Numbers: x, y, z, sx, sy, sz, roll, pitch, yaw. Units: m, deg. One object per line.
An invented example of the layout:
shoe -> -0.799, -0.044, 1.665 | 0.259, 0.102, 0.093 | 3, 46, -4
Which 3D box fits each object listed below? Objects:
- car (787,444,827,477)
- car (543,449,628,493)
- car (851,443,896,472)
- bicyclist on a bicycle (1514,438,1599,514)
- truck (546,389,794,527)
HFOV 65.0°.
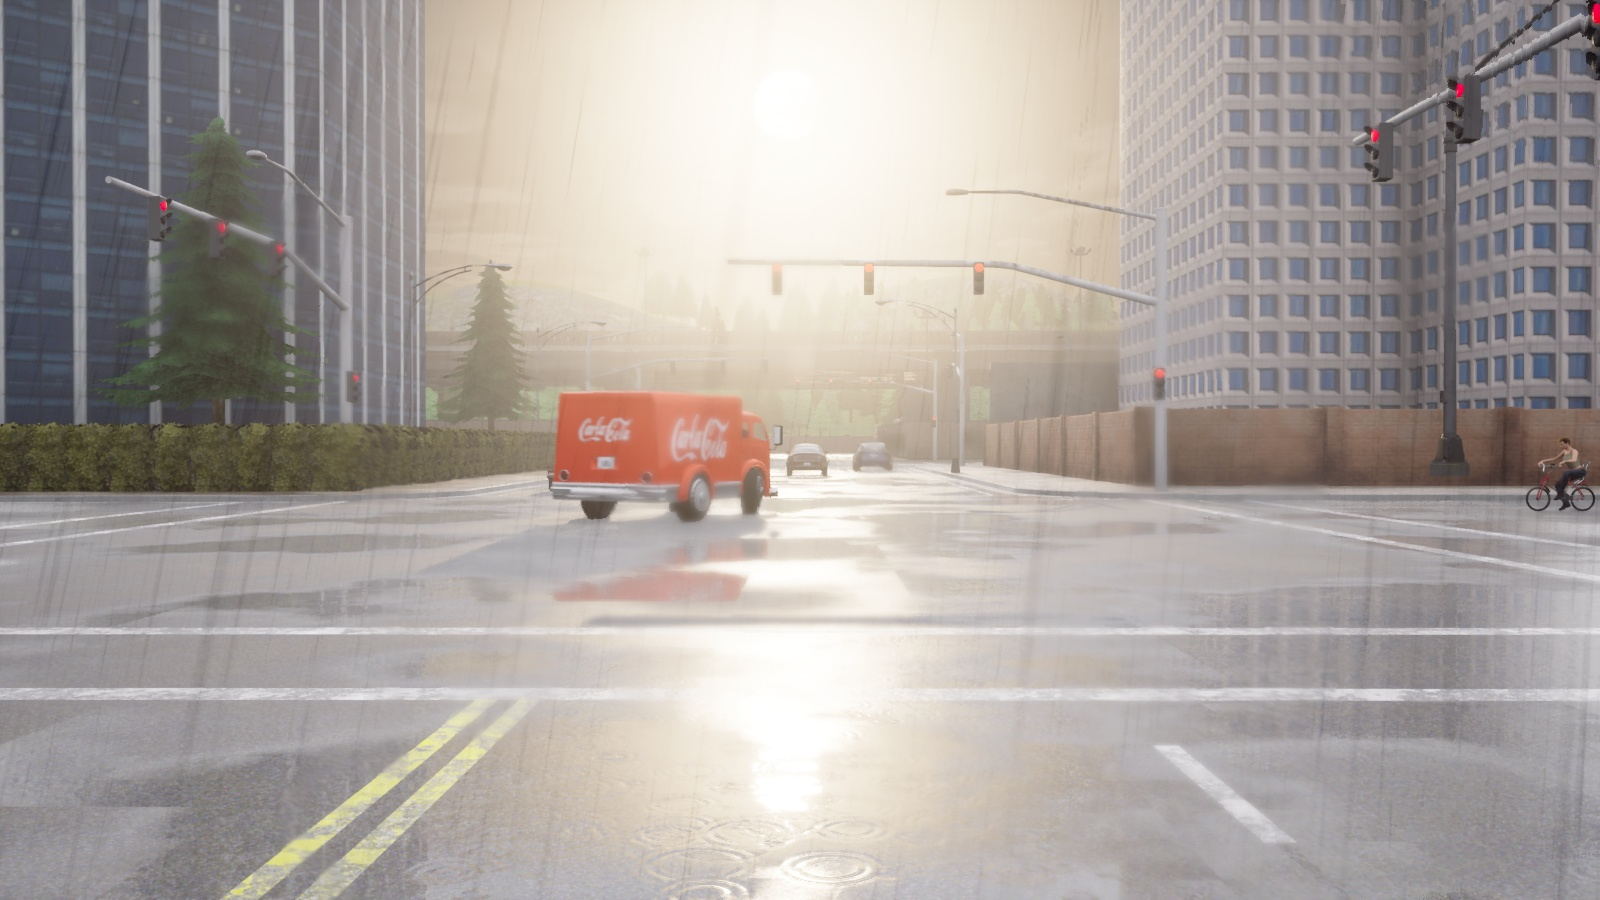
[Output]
car -> 0.328, 0.444, 58.191 | 1.812, 1.442, 4.674 | 0, 0, 0
car -> -6.769, 0.615, 40.157 | 1.895, 1.301, 4.718 | 0, 0, 0
car -> 3.876, 0.370, 67.134 | 2.163, 1.488, 4.792 | 0, 0, 0
bicyclist on a bicycle -> 16.392, 0.543, 27.066 | 1.509, 1.612, 0.866 | 0, 0, 0
truck -> -2.441, 0.113, 25.340 | 2.627, 2.467, 5.204 | 1, 1, 25
